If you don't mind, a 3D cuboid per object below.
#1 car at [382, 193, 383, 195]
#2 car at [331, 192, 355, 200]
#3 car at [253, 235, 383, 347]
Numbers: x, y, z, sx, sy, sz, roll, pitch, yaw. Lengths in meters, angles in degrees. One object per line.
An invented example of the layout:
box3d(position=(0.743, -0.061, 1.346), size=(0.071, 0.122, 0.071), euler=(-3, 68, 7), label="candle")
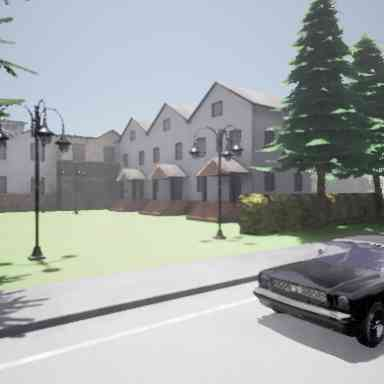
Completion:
box3d(position=(30.070, 0.952, 51.368), size=(1.932, 1.855, 4.605), euler=(0, 0, -36), label="car")
box3d(position=(34.901, 0.903, 76.829), size=(1.932, 1.855, 4.605), euler=(0, 0, -36), label="car")
box3d(position=(3.403, 1.584, 6.414), size=(4.718, 1.301, 1.895), euler=(0, 0, -35), label="car")
